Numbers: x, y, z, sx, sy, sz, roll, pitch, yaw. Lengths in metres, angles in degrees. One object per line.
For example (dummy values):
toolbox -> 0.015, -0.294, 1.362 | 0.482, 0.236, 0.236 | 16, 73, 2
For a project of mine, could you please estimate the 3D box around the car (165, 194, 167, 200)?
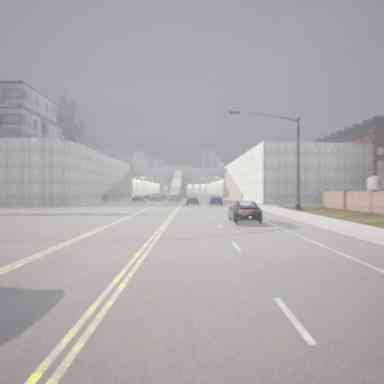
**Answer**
car -> -7.000, 1.116, 78.853 | 1.895, 1.301, 4.718 | 0, 0, 0

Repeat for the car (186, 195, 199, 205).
car -> 0.100, 1.211, 51.684 | 1.812, 1.442, 4.674 | 0, 0, 0

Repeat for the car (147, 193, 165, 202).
car -> -7.007, 0.958, 64.931 | 2.097, 1.767, 4.553 | 0, 0, 0

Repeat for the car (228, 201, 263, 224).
car -> 3.601, 1.351, 23.015 | 2.128, 1.511, 4.902 | 0, 0, 0

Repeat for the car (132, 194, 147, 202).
car -> -10.505, 1.207, 64.770 | 1.895, 1.301, 4.718 | 0, 0, 0

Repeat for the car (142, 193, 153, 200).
car -> -10.500, 1.060, 78.882 | 2.033, 1.411, 5.357 | 0, 0, 0

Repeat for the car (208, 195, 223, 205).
car -> 3.600, 1.166, 51.243 | 1.882, 1.535, 5.008 | 0, 0, 0
